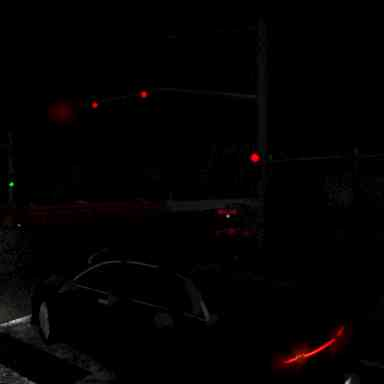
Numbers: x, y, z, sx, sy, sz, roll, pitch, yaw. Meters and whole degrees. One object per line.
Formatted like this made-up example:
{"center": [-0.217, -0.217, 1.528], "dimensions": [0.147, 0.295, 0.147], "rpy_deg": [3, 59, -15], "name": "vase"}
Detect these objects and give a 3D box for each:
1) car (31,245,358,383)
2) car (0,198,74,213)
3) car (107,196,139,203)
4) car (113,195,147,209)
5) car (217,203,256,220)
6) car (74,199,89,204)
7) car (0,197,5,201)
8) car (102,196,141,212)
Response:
{"center": [-0.446, 1.508, 4.585], "dimensions": [4.892, 1.490, 1.837], "rpy_deg": [0, 1, 41], "name": "car"}
{"center": [-12.968, 1.504, 28.187], "dimensions": [1.882, 1.535, 5.008], "rpy_deg": [0, 0, 34], "name": "car"}
{"center": [-7.703, 1.531, 36.072], "dimensions": [1.837, 1.490, 4.892], "rpy_deg": [0, 0, 34], "name": "car"}
{"center": [-8.740, 1.385, 47.006], "dimensions": [2.097, 1.767, 4.553], "rpy_deg": [0, 0, 34], "name": "car"}
{"center": [4.087, 1.613, 28.214], "dimensions": [1.895, 1.301, 4.718], "rpy_deg": [0, 0, 34], "name": "car"}
{"center": [-13.332, 1.631, 33.938], "dimensions": [1.895, 1.301, 4.718], "rpy_deg": [0, 0, 34], "name": "car"}
{"center": [-19.193, 1.385, 31.460], "dimensions": [2.097, 1.767, 4.553], "rpy_deg": [0, 0, 34], "name": "car"}
{"center": [-8.621, 1.382, 40.978], "dimensions": [2.097, 1.767, 4.553], "rpy_deg": [0, 0, 34], "name": "car"}
